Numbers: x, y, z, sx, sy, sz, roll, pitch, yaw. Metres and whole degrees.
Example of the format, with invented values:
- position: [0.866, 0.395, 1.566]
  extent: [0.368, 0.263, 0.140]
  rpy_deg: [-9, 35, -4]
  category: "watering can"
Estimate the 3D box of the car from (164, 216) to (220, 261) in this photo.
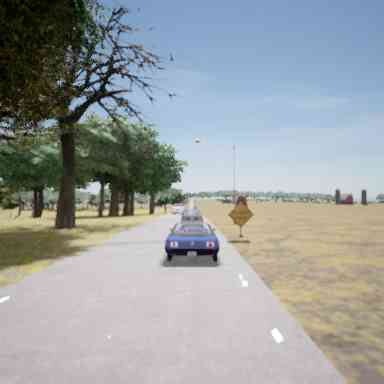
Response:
- position: [0.026, 1.827, 13.302]
  extent: [1.895, 1.301, 4.718]
  rpy_deg: [0, -1, 1]
  category: "car"

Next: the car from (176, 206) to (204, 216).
- position: [0.026, 2.161, 27.604]
  extent: [2.033, 1.411, 5.357]
  rpy_deg: [0, -2, 1]
  category: "car"

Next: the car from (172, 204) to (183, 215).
- position: [-2.719, 3.338, 65.009]
  extent: [2.150, 2.045, 5.566]
  rpy_deg: [0, -2, 0]
  category: "car"

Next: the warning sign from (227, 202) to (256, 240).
- position: [2.458, 1.418, 16.757]
  extent: [1.300, 1.860, 1.060]
  rpy_deg: [0, -2, 0]
  category: "warning sign"
